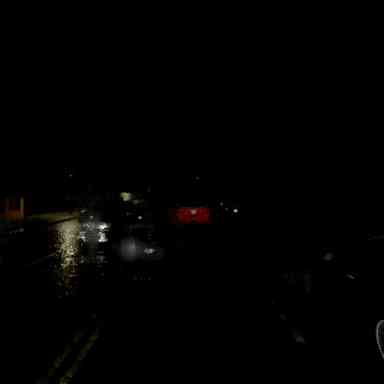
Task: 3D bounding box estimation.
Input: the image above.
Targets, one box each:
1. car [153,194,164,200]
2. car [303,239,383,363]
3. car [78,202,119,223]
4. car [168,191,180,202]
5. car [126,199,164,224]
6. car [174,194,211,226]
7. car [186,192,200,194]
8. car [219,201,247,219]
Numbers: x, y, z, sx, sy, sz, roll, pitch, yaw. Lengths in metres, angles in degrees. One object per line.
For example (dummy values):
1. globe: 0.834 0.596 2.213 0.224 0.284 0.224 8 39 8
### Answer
1. car: -6.515 1.188 65.769 2.033 1.411 5.357 0 0 0
2. car: 3.349 1.498 5.461 1.812 1.442 4.674 0 0 0
3. car: -6.600 1.440 23.794 1.994 1.385 4.181 0 0 0
4. car: -3.277 0.882 63.530 2.150 2.045 5.566 0 0 1
5. car: -3.349 1.443 23.351 1.994 1.385 4.181 0 0 0
6. car: 0.098 1.237 22.213 2.097 1.767 4.553 0 0 0
7. car: 0.096 1.007 40.827 2.150 2.045 5.566 0 0 0
8. car: 3.351 1.420 27.573 1.994 1.385 4.181 0 0 0
